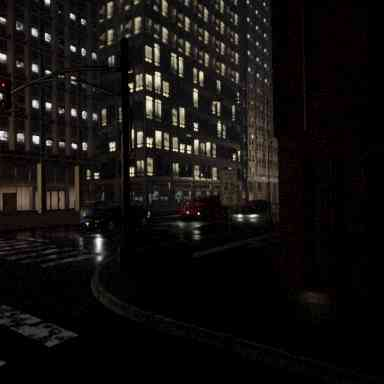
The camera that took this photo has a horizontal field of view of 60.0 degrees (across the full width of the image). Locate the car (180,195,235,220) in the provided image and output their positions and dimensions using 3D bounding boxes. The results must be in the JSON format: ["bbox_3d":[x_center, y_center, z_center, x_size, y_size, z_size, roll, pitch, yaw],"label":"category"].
[{"bbox_3d":[1.260,1.313,29.111,2.150,2.045,5.566,-1,-1,36],"label":"car"}]

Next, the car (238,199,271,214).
[{"bbox_3d":[7.264,1.590,37.474,1.882,1.535,5.008,-1,-1,36],"label":"car"}]

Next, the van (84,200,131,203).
[{"bbox_3d":[-5.975,1.467,23.453,1.690,1.788,3.998,-2,-1,36],"label":"van"}]

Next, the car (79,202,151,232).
[{"bbox_3d":[-4.628,1.577,20.921,1.837,1.490,4.892,-1,-1,33],"label":"car"}]
